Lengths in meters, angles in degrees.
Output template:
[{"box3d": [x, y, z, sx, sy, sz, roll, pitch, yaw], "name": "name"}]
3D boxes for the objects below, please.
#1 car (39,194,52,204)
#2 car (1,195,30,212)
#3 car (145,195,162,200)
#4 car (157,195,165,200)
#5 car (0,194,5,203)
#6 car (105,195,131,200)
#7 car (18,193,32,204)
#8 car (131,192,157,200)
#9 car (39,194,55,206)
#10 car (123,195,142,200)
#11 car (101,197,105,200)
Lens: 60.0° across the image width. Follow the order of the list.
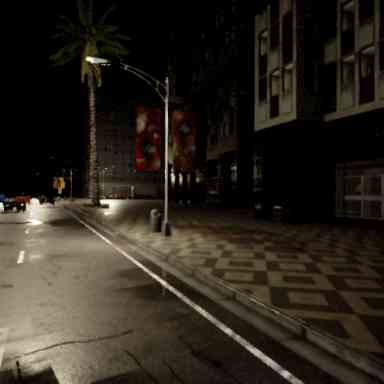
[{"box3d": [-24.944, 1.109, 56.573, 1.882, 1.535, 5.008, 1, 0, -25], "name": "car"}, {"box3d": [-17.947, 1.277, 33.980, 1.895, 1.301, 4.718, 1, 0, -25], "name": "car"}, {"box3d": [-10.230, 1.400, 87.756, 4.206, 1.307, 1.802, 0, 0, -26], "name": "car"}, {"box3d": [-6.528, 1.322, 80.076, 4.313, 1.339, 1.947, 0, 0, -26], "name": "car"}, {"box3d": [-29.531, 1.049, 50.916, 1.882, 1.535, 5.008, 1, 0, -24], "name": "car"}, {"box3d": [-16.686, 1.265, 75.176, 4.206, 1.307, 1.802, 0, 0, -26], "name": "car"}, {"box3d": [-25.858, 0.959, 51.059, 2.097, 1.767, 4.553, 1, 0, -25], "name": "car"}, {"box3d": [-11.605, 1.033, 77.628, 5.009, 1.841, 2.192, 0, 0, -26], "name": "car"}, {"box3d": [-20.835, 1.154, 47.938, 1.837, 1.490, 4.892, 1, 0, -25], "name": "car"}, {"box3d": [-15.308, 1.346, 85.306, 4.313, 1.339, 1.947, 0, 0, -26], "name": "car"}, {"box3d": [-20.388, 1.311, 82.855, 4.313, 1.339, 1.947, 0, 0, -26], "name": "car"}]
